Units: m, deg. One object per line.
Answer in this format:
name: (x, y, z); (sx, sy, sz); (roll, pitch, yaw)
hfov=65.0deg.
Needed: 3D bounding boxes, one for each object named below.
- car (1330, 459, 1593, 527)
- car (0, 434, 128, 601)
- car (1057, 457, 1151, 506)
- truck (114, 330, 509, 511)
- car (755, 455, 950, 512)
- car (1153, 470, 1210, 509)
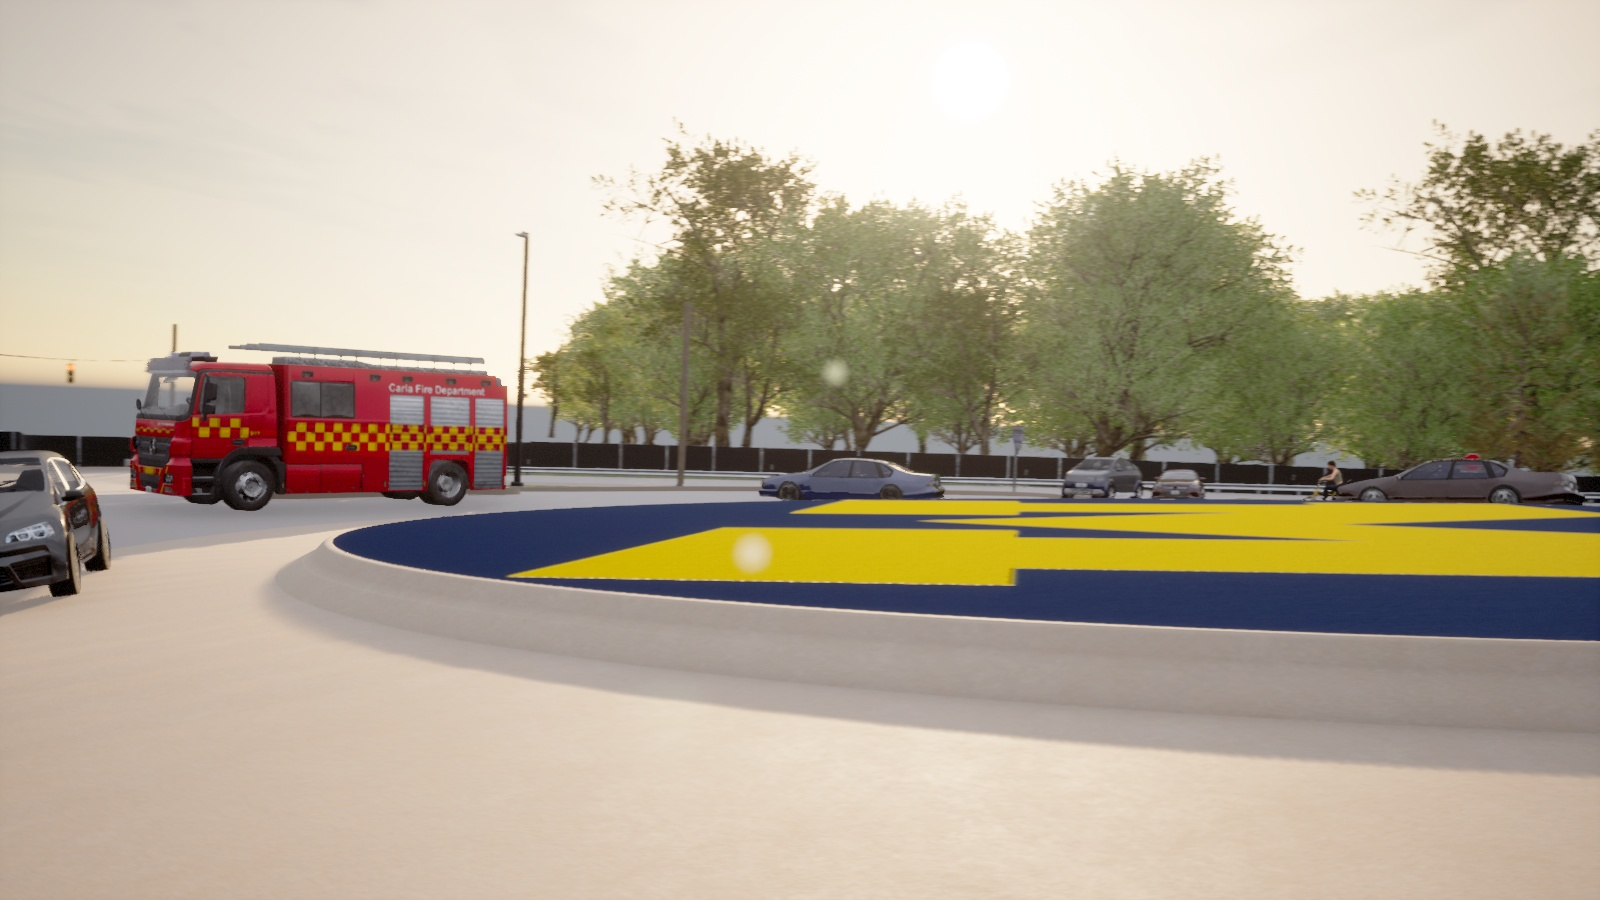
car: (16.175, 1.082, 30.929); (5.357, 1.411, 2.033); (-2, -8, 44)
car: (-9.637, 0.734, 15.051); (2.242, 1.667, 4.611); (-5, 3, -23)
car: (10.420, 1.091, 42.845); (1.789, 1.549, 3.705); (1, -1, 36)
truck: (-11.626, -0.643, 30.684); (2.891, 3.827, 8.468); (3, 2, 43)
car: (1.561, 0.947, 36.788); (5.357, 1.411, 2.033); (2, 1, 16)
car: (15.595, 1.641, 51.205); (1.812, 1.442, 4.674); (1, -3, 22)
